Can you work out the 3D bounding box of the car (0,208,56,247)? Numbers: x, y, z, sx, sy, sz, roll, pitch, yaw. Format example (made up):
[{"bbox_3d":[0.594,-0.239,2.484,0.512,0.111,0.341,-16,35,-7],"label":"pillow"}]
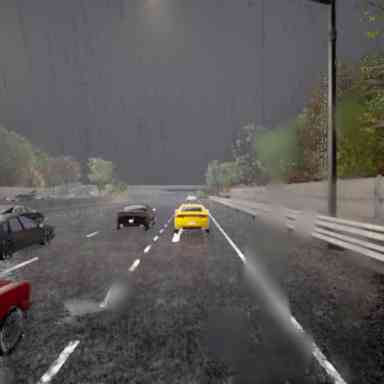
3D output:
[{"bbox_3d":[-6.904,1.542,12.204,2.033,1.411,5.357,0,0,0],"label":"car"}]

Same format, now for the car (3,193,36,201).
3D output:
[{"bbox_3d":[-24.561,1.231,48.462,2.150,2.045,5.566,0,0,1],"label":"car"}]

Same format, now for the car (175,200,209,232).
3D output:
[{"bbox_3d":[-0.006,1.474,19.996,1.882,1.535,5.008,0,0,0],"label":"car"}]

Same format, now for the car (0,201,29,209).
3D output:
[{"bbox_3d":[-10.405,1.484,19.367,2.128,1.511,4.902,0,0,0],"label":"car"}]

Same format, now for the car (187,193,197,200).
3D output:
[{"bbox_3d":[-0.025,1.333,82.704,2.150,2.045,5.566,0,0,0],"label":"car"}]

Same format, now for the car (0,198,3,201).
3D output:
[{"bbox_3d":[-28.061,1.574,48.473,1.994,1.385,4.181,0,0,1],"label":"car"}]

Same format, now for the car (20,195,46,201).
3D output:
[{"bbox_3d":[-21.082,1.534,45.386,1.812,1.442,4.674,0,0,0],"label":"car"}]

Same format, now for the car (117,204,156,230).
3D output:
[{"bbox_3d":[-3.405,1.472,21.064,1.882,1.535,5.008,0,0,0],"label":"car"}]

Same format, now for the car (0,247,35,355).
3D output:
[{"bbox_3d":[-3.398,1.599,3.114,1.895,1.301,4.718,0,0,0],"label":"car"}]
